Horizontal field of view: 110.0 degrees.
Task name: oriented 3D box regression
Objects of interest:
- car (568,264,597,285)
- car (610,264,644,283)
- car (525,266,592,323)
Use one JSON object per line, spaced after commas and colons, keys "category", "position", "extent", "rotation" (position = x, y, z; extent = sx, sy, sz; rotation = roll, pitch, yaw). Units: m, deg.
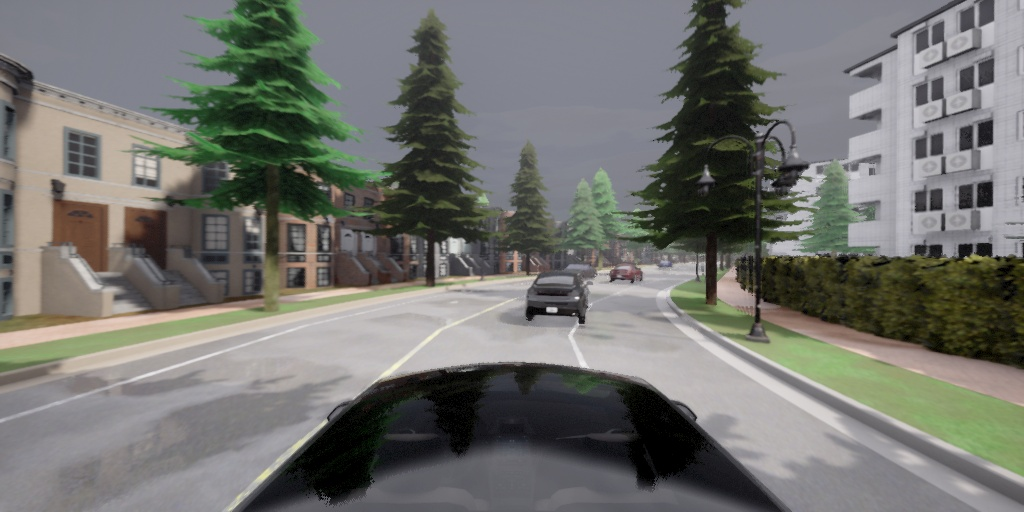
{"category": "car", "position": [5.506, 1.353, 29.977], "extent": [2.033, 1.411, 5.357], "rotation": [0, 0, 31]}
{"category": "car", "position": [9.237, 1.364, 28.850], "extent": [1.812, 1.442, 4.674], "rotation": [0, 0, 31]}
{"category": "car", "position": [1.692, 1.270, 12.453], "extent": [1.837, 1.490, 4.892], "rotation": [0, 0, 14]}
